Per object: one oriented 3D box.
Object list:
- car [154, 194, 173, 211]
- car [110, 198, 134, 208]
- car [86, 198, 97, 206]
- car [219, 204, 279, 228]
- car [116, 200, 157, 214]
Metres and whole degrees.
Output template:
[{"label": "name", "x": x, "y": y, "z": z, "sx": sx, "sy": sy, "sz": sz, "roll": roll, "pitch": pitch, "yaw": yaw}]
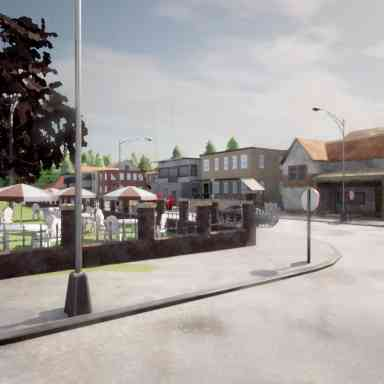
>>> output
[{"label": "car", "x": -4.428, "y": 1.221, "z": 41.004, "sx": 2.150, "sy": 2.045, "sz": 5.566, "roll": 0, "pitch": 0, "yaw": -35}, {"label": "car", "x": -10.442, "y": 1.564, "z": 49.451, "sx": 1.994, "sy": 1.385, "sz": 4.181, "roll": 0, "pitch": 0, "yaw": -35}, {"label": "car", "x": -16.162, "y": 1.551, "z": 50.413, "sx": 2.033, "sy": 1.411, "sz": 5.357, "roll": 0, "pitch": 0, "yaw": -35}, {"label": "car", "x": 3.662, "y": 1.525, "z": 22.434, "sx": 1.812, "sy": 1.442, "sz": 4.674, "roll": 0, "pitch": 0, "yaw": -36}, {"label": "car", "x": -6.121, "y": 1.477, "z": 36.161, "sx": 1.882, "sy": 1.535, "sz": 5.008, "roll": 0, "pitch": 0, "yaw": -35}]
